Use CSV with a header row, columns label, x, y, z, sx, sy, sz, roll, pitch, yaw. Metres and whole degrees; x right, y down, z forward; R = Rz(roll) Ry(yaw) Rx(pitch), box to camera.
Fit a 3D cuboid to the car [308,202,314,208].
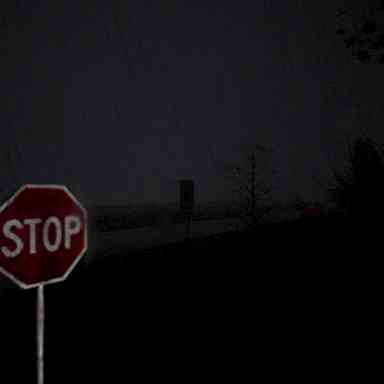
label,x,y,z,sx,sy,sz,roll,pitch,yaw
car,15.078,1.874,41.455,1.895,1.301,4.718,-1,-1,35
